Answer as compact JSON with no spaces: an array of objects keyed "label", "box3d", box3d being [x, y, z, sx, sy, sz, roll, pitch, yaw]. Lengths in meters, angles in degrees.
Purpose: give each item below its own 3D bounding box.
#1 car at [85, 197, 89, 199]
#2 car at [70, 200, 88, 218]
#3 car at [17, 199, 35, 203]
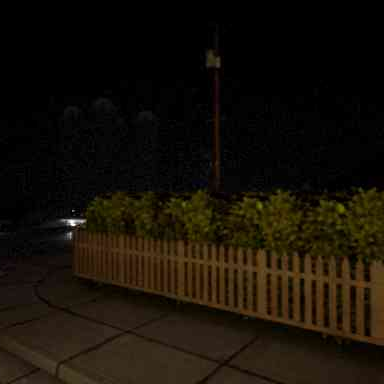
[{"label":"car","box3d":[-14.789,1.789,45.518,3.905,1.438,1.784,0,0,35]},{"label":"car","box3d":[-10.857,1.793,32.342,1.895,1.301,4.718,0,0,-21]},{"label":"car","box3d":[-26.028,1.863,51.891,4.193,1.474,1.816,0,0,35]}]
